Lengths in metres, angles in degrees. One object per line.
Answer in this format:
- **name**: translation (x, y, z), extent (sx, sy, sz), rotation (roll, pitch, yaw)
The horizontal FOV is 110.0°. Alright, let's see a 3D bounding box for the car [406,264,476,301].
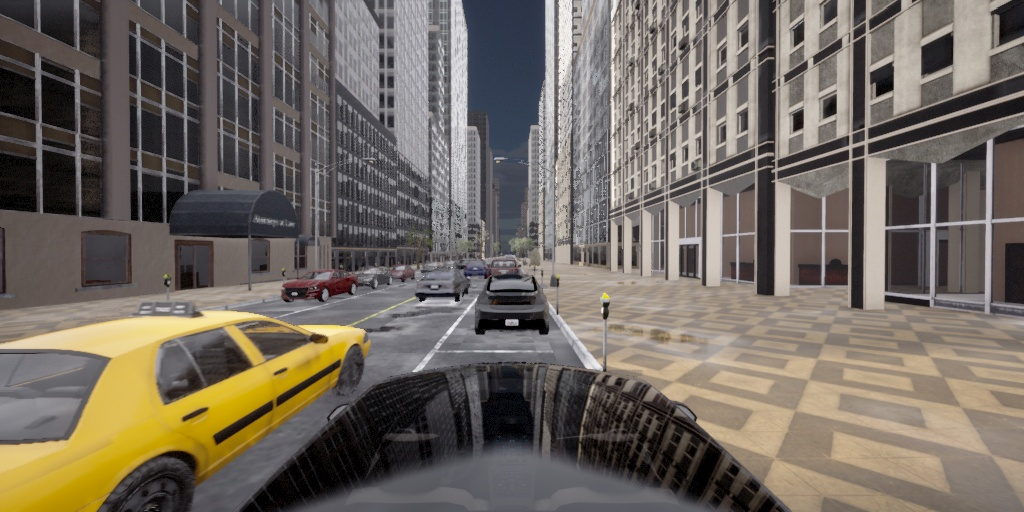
- **car**: translation (-3.135, 1.295, 17.102), extent (2.033, 1.411, 5.357), rotation (0, 0, 0)

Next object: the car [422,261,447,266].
- **car**: translation (-8.837, 1.294, 39.574), extent (2.007, 1.370, 4.403), rotation (0, 0, 0)

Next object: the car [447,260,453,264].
- **car**: translation (-8.837, 1.291, 50.940), extent (2.007, 1.370, 4.403), rotation (0, 0, 0)

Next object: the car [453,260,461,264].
- **car**: translation (-6.166, 1.249, 47.157), extent (1.837, 1.490, 4.892), rotation (0, -1, 0)

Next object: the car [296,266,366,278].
- **car**: translation (-8.837, 1.292, 16.839), extent (1.888, 1.381, 4.507), rotation (0, 0, 0)

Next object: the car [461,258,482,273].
- **car**: translation (-3.123, 1.095, 33.004), extent (2.097, 1.767, 4.553), rotation (0, 0, 1)

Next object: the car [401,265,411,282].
- **car**: translation (-8.837, 1.327, 28.206), extent (1.802, 1.307, 4.207), rotation (0, 0, 0)

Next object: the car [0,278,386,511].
- **car**: translation (-3.146, 1.205, 3.563), extent (1.801, 1.575, 5.366), rotation (0, 0, 0)

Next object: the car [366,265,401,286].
- **car**: translation (-8.838, 1.297, 22.523), extent (2.007, 1.370, 4.403), rotation (0, 0, 0)

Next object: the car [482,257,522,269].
- **car**: translation (-0.457, 1.061, 22.523), extent (2.192, 1.841, 5.009), rotation (0, 0, 0)

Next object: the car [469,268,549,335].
- **car**: translation (-0.001, 1.252, 10.501), extent (1.837, 1.490, 4.892), rotation (0, 0, 0)
